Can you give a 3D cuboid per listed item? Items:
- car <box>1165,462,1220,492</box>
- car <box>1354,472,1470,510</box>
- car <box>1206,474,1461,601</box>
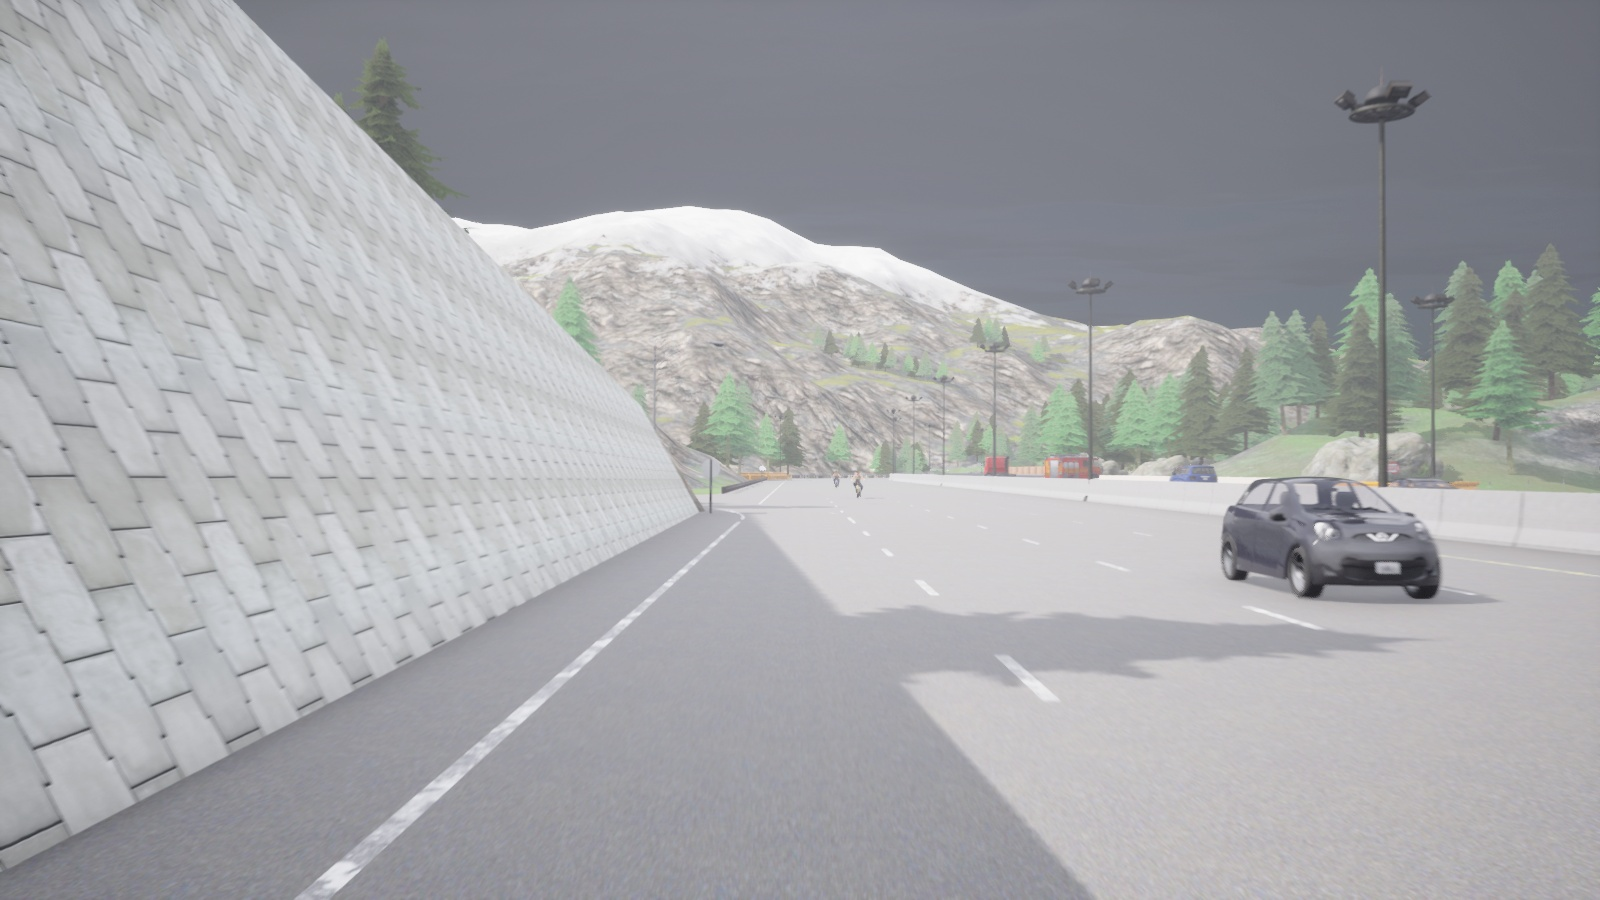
[{"bbox_3d":[27.782,1.908,89.150,2.150,2.045,5.566,0,-1,0],"label":"car"},{"bbox_3d":[24.378,1.603,50.276,2.033,1.411,5.357,0,-1,0],"label":"car"},{"bbox_3d":[6.959,1.082,16.825,1.845,1.501,3.633,0,-1,0],"label":"car"}]
